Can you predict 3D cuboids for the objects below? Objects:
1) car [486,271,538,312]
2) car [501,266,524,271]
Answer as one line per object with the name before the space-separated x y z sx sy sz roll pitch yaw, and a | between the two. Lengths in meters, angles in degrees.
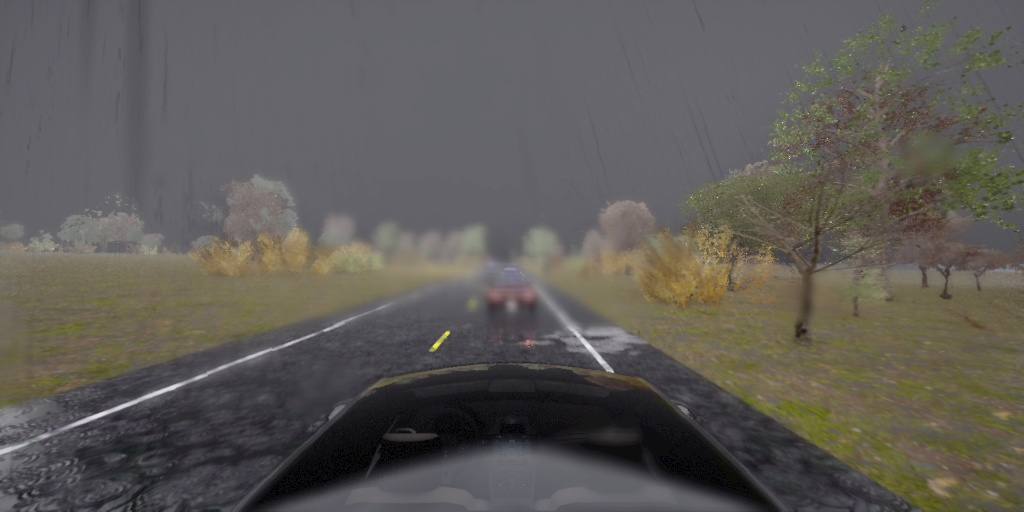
car | 0.011 1.500 15.099 1.895 1.301 4.718 0 -1 0
car | 0.015 1.601 30.735 1.812 1.442 4.674 0 0 0
